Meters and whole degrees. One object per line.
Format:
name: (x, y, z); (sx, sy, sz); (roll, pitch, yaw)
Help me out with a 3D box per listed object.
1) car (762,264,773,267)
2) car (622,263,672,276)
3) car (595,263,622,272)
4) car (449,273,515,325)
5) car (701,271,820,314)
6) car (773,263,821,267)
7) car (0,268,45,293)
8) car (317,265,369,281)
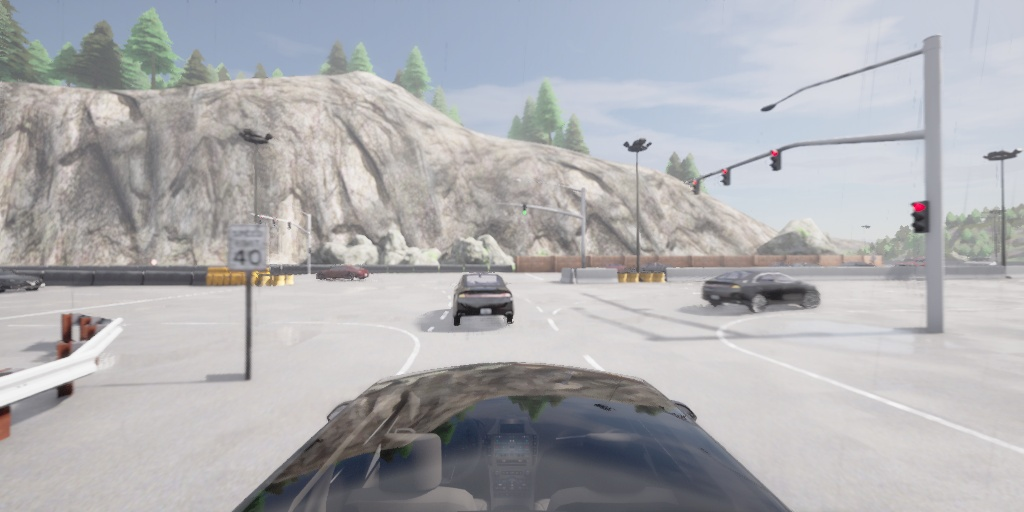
car: (36.232, 1.590, 48.822); (4.181, 1.385, 1.994); (0, 0, -5)
car: (15.383, 1.503, 40.006); (4.902, 1.511, 2.128); (0, 0, -5)
car: (12.878, 1.634, 46.810); (4.181, 1.385, 1.994); (0, 0, -5)
car: (-1.092, 1.337, 12.371); (2.128, 1.511, 4.902); (0, 0, -9)
car: (9.781, 1.314, 14.076); (4.902, 1.511, 2.128); (0, -1, -20)
car: (33.472, 1.501, 41.604); (4.674, 1.442, 1.812); (0, 0, -5)
car: (-31.600, 1.460, 21.656); (4.892, 1.490, 1.837); (0, 0, -5)
car: (-15.695, 1.568, 33.300); (4.674, 1.442, 1.812); (0, -1, 10)
